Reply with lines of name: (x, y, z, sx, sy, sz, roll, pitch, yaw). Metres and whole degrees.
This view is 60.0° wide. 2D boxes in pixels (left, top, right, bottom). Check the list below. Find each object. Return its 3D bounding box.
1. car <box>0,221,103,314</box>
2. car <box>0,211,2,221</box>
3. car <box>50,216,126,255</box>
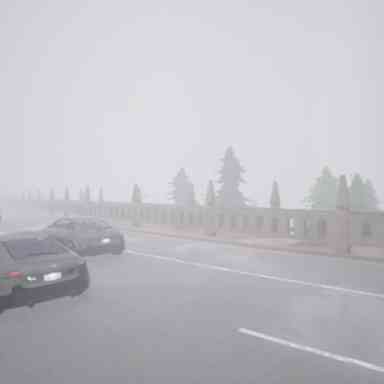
car: (-4.182, 1.584, 7.650, 4.181, 1.385, 1.994, 0, 0, 41)
car: (-16.103, 1.630, 26.002, 2.033, 1.411, 5.357, 0, 0, -36)
car: (-4.344, 1.601, 12.517, 4.181, 1.385, 1.994, 0, 0, 43)
